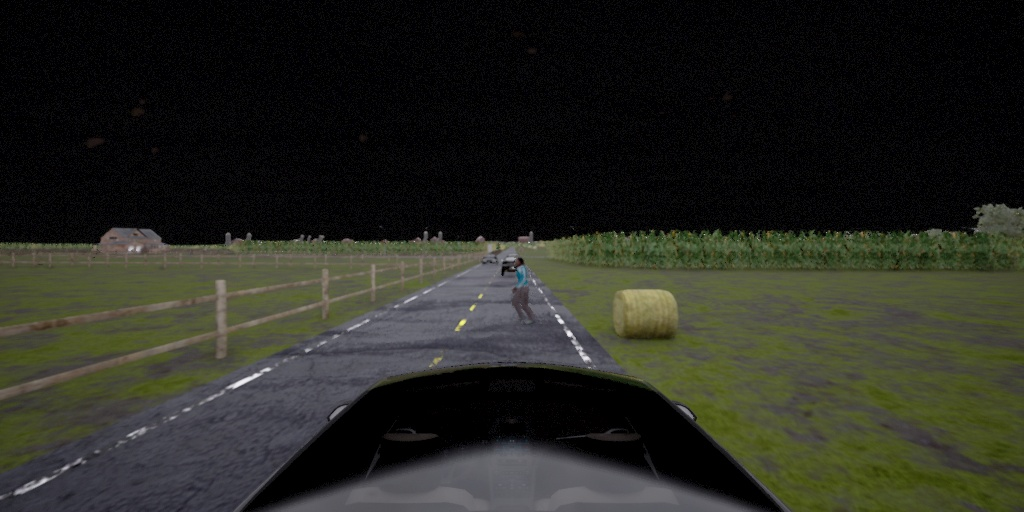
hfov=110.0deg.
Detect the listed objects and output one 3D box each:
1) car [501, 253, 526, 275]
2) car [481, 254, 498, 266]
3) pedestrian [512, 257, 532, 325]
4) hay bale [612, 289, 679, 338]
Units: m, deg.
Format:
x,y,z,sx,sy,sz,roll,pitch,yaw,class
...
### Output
x,y,z,sx,sy,sz,roll,pitch,yaw,class
0.117,0.712,29.778,1.882,1.535,5.008,0,1,0,car
-2.785,0.482,46.033,1.994,1.385,4.181,0,1,0,car
0.265,0.902,9.633,0.375,1.860,0.375,-1,2,-1,pedestrian
3.132,1.282,8.586,1.220,1.180,1.240,0,0,0,hay bale
